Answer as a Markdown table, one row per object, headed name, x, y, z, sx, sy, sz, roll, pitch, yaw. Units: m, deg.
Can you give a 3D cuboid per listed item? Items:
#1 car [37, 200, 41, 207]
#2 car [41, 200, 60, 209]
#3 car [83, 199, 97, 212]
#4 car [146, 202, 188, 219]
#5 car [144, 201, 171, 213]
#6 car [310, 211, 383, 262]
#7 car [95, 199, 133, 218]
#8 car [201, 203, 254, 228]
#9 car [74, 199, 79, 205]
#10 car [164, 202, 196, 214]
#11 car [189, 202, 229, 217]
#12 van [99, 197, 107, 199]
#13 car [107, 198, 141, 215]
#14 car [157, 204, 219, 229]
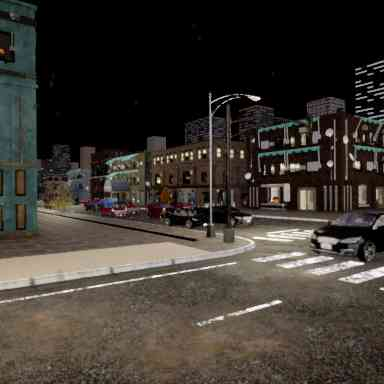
| name | x | y | z | sx | sy | sz | roll | pitch | yaw |
| --- | --- | --- | --- | --- | --- | --- | --- | --- | --- |
| car | -30.690 | 2.376 | 66.793 | 2.008 | 1.369 | 4.403 | -1 | 0 | -35 |
| car | -24.195 | 2.233 | 57.618 | 1.752 | 1.417 | 4.829 | -1 | 0 | -35 |
| car | -13.798 | 2.074 | 47.502 | 2.033 | 1.411 | 5.357 | -1 | 0 | -35 |
| car | -2.663 | 1.874 | 31.710 | 1.994 | 1.385 | 4.181 | -1 | 0 | -35 |
| car | -4.659 | 1.965 | 44.531 | 1.802 | 1.307 | 4.206 | -2 | 0 | -35 |
| car | 6.336 | 1.489 | 12.166 | 4.902 | 1.511 | 2.128 | 0 | 0 | -35 |
| car | -8.303 | 1.846 | 35.169 | 1.967 | 1.590 | 4.097 | -1 | 0 | -35 |
| car | 2.447 | 1.734 | 24.495 | 1.812 | 1.442 | 4.674 | -1 | 0 | -37 |
| car | -27.049 | 2.364 | 76.154 | 1.947 | 1.339 | 4.313 | -1 | 0 | -35 |
| car | -1.462 | 1.903 | 40.014 | 1.802 | 1.307 | 4.206 | -2 | 0 | -35 |
| car | 1.736 | 1.809 | 35.496 | 2.008 | 1.369 | 4.403 | -2 | 0 | -35 |
| van | -14.260 | 1.907 | 58.083 | 1.690 | 1.788 | 3.998 | -1 | 0 | -35 |
| car | -7.819 | 1.764 | 38.995 | 2.097 | 1.767 | 4.553 | -1 | 0 | -35 |
| car | -0.381 | 1.814 | 23.774 | 1.947 | 1.339 | 4.313 | -2 | 0 | -35 |
